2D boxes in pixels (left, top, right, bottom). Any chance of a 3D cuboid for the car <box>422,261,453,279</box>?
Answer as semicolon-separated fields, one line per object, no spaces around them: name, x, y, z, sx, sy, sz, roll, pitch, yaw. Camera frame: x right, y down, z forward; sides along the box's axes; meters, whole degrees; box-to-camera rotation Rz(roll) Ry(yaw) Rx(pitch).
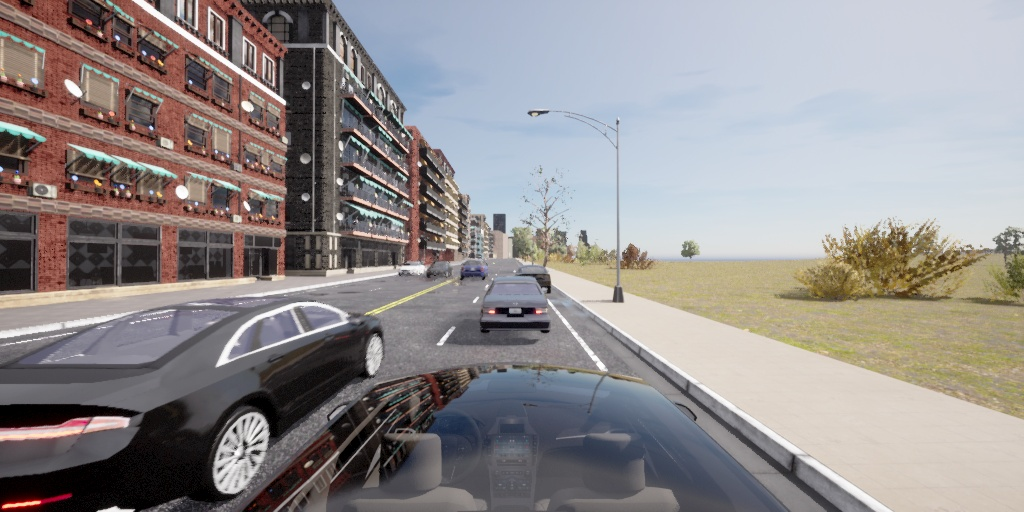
car;-6.641;1.256;33.245;1.837;1.490;4.892;0;0;0

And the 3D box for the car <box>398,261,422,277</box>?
car;-9.893;1.277;35.730;1.812;1.442;4.674;0;0;0

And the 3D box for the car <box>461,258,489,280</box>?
car;-3.190;1.104;31.531;2.097;1.767;4.553;0;0;1

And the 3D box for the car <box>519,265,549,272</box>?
car;1.114;1.230;20.456;1.882;1.535;5.008;0;0;0

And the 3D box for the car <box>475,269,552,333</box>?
car;0.093;1.299;10.692;2.033;1.411;5.357;0;0;0

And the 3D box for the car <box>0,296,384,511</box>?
car;-3.153;1.242;4.399;2.128;1.511;4.902;0;0;0
